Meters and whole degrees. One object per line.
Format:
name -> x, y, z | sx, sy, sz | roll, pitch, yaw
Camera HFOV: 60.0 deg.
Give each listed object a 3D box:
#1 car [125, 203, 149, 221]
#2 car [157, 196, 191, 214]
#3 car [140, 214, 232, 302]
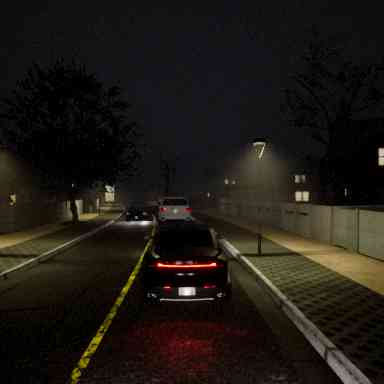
car -> -4.811, 1.717, 29.590 | 2.033, 1.411, 5.357 | 0, -1, -7
car -> -1.312, 1.335, 24.231 | 2.150, 2.045, 5.566 | 0, -1, -5
car -> -0.181, 1.519, 8.309 | 1.837, 1.490, 4.892 | 0, 0, -2
